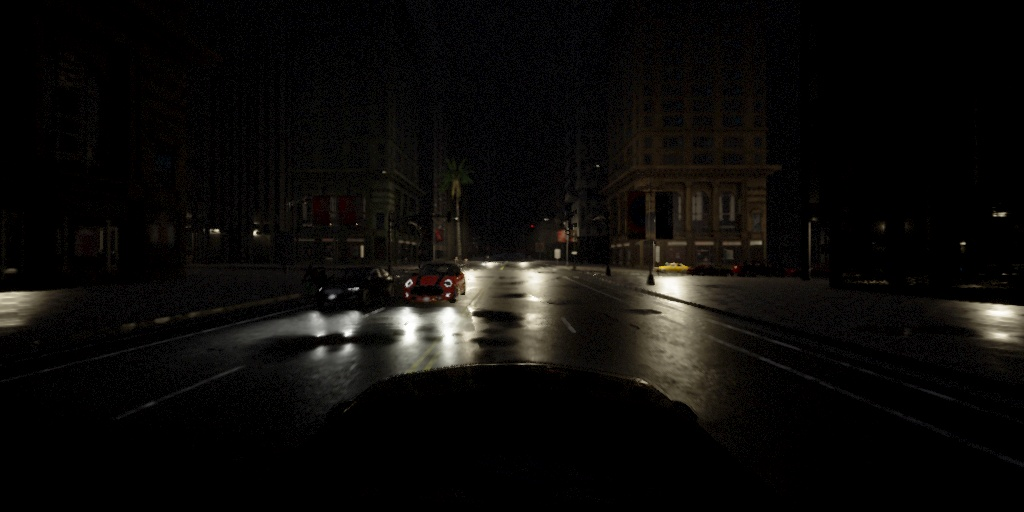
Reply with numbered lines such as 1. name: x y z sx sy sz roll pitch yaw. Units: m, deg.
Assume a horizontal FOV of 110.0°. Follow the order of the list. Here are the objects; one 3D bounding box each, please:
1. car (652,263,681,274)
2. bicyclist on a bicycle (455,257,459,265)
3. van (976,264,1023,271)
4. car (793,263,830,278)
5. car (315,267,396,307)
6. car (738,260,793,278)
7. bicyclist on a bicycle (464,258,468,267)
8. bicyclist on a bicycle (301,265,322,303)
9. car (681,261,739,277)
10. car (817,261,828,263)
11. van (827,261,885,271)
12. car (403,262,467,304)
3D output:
1. car: 20.572 1.548 46.090 4.829 1.417 1.751 0 0 0
2. bicyclist on a bicycle: -8.679 1.058 56.007 0.659 1.776 1.843 0 0 1
3. van: 51.237 1.754 37.467 3.998 1.789 1.690 0 0 0
4. car: 30.889 1.723 37.530 4.207 1.307 1.802 0 0 0
5. car: -6.596 1.233 15.604 2.128 1.511 4.902 0 0 0
6. car: 25.802 1.387 37.546 5.009 1.841 2.192 0 0 0
7. bicyclist on a bicycle: -8.177 1.109 63.828 0.866 1.612 1.509 0 0 1
8. bicyclist on a bicycle: -8.695 1.193 15.605 0.582 1.620 1.656 0 0 1
9. car: 20.714 1.548 37.562 4.507 1.381 1.888 0 0 0
10. car: 40.286 1.601 46.051 5.009 1.841 2.192 0 0 0
11. van: 35.976 1.550 37.514 3.998 1.789 1.690 0 0 0
12. car: -3.344 1.090 16.287 2.097 1.767 4.553 0 0 0
